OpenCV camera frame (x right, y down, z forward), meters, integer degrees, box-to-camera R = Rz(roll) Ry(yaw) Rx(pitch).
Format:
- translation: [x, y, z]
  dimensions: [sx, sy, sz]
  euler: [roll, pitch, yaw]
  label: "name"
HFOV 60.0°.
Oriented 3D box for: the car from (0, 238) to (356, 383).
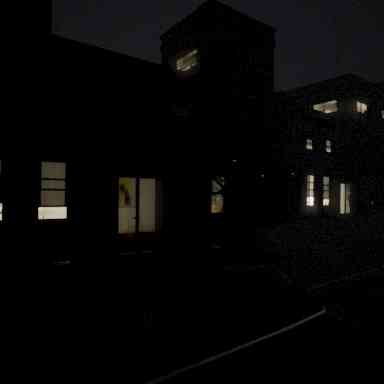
- translation: [-0.741, 1.352, 2.590]
  dimensions: [4.553, 1.767, 2.097]
  euler: [0, 0, -36]
  label: "car"
